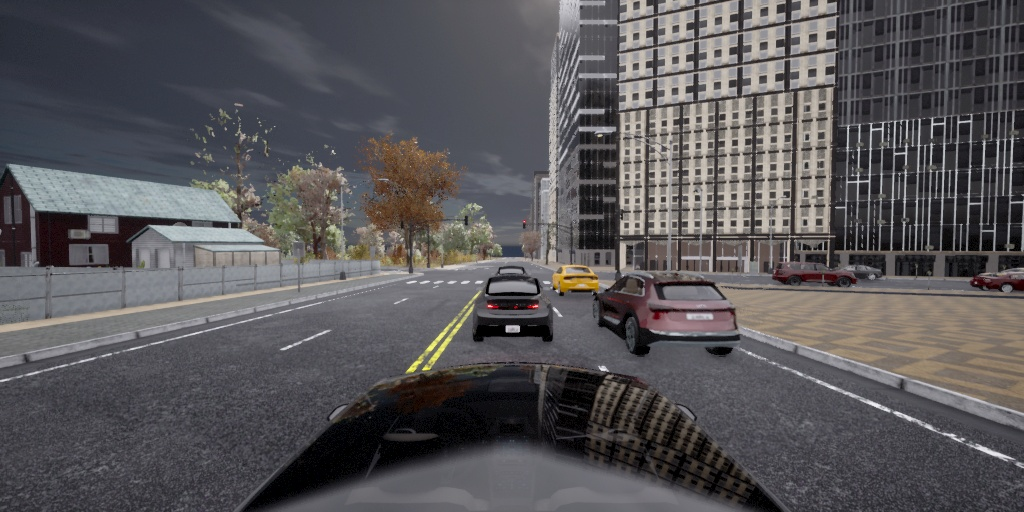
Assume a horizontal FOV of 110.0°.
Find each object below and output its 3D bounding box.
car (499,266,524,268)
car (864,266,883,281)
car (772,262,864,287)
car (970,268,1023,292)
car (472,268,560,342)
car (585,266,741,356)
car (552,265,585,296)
[{"bbox_3d":[-0.031,1.251,18.450,1.837,1.490,4.892,0,0,0],"label":"car"},{"bbox_3d":[30.987,1.468,32.953,4.403,1.370,2.007,0,0,20],"label":"car"},{"bbox_3d":[22.965,1.393,27.489,5.009,1.841,2.192,0,0,20],"label":"car"},{"bbox_3d":[33.618,1.715,23.611,4.507,1.381,1.888,0,0,20],"label":"car"},{"bbox_3d":[0.030,1.252,9.783,1.837,1.490,4.892,0,0,0],"label":"car"},{"bbox_3d":[3.335,1.175,8.613,2.033,1.649,4.856,0,-1,0],"label":"car"},{"bbox_3d":[3.283,1.224,19.263,1.882,1.535,5.008,0,0,0],"label":"car"}]
